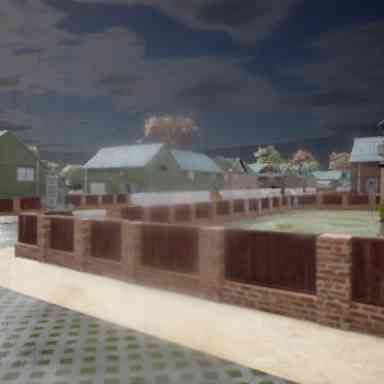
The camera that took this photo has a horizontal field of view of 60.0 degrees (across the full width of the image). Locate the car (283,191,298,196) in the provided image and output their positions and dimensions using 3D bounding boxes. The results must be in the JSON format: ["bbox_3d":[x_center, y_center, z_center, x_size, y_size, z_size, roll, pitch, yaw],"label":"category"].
[{"bbox_3d":[15.285,0.579,52.030,2.097,1.767,4.553,2,2,35],"label":"car"}]

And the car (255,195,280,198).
[{"bbox_3d":[9.719,1.003,44.054,1.895,1.301,4.718,2,2,36],"label":"car"}]

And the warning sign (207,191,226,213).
[{"bbox_3d":[2.114,0.871,28.993,1.300,1.860,1.060,0,0,35],"label":"warning sign"}]
